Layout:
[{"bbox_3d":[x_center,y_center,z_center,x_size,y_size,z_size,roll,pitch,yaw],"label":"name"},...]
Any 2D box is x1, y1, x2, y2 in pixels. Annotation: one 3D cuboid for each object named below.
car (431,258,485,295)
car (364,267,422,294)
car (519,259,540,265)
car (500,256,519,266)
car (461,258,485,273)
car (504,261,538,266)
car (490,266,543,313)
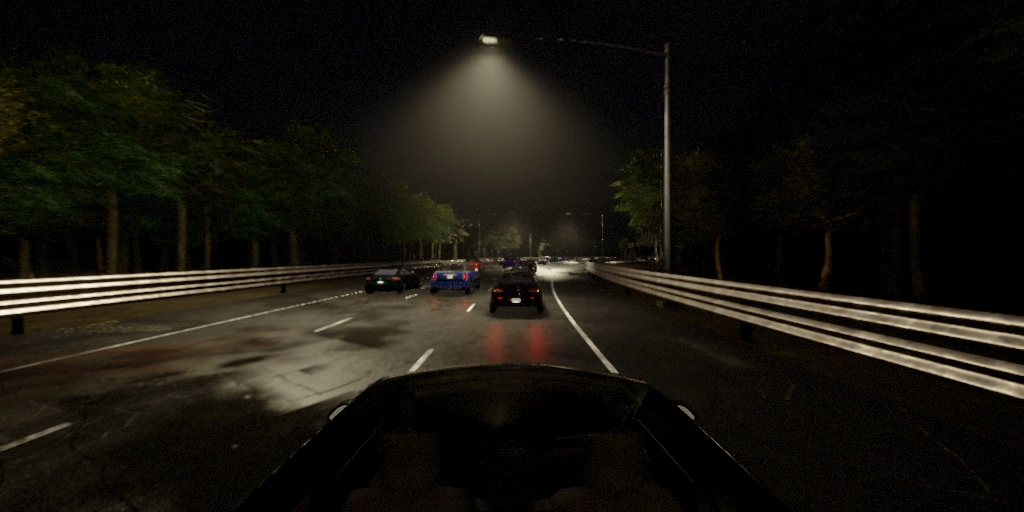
[{"bbox_3d":[-3.022,1.101,20.135,2.097,1.767,4.553,0,0,3],"label":"car"},{"bbox_3d":[-6.541,1.305,20.110,1.994,1.385,4.181,0,0,3],"label":"car"},{"bbox_3d":[2.204,1.287,45.238,1.812,1.442,4.674,0,0,6],"label":"car"},{"bbox_3d":[-0.044,0.965,56.456,2.150,2.045,5.566,0,0,8],"label":"car"},{"bbox_3d":[-4.784,1.096,44.982,2.097,1.767,4.553,1,0,6],"label":"car"},{"bbox_3d":[0.737,1.321,26.607,1.994,1.385,4.181,0,0,3],"label":"car"},{"bbox_3d":[0.200,1.280,13.972,1.812,1.442,4.674,0,0,2],"label":"car"}]
